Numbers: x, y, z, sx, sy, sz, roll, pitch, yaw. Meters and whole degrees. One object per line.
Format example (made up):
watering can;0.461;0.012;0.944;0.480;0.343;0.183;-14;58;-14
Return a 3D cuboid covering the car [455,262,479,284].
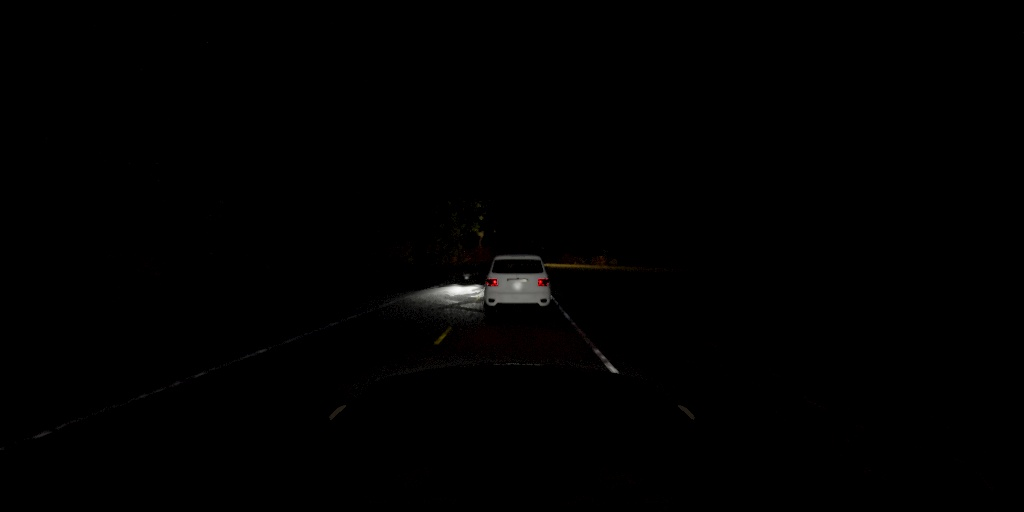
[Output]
car;-3.050;1.233;27.141;2.128;1.511;4.902;0;0;2

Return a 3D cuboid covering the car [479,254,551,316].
car;0.209;0.962;13.525;2.150;2.045;5.566;0;0;1

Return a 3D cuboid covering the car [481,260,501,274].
car;-2.441;1.258;42.253;1.837;1.490;4.892;0;0;3
